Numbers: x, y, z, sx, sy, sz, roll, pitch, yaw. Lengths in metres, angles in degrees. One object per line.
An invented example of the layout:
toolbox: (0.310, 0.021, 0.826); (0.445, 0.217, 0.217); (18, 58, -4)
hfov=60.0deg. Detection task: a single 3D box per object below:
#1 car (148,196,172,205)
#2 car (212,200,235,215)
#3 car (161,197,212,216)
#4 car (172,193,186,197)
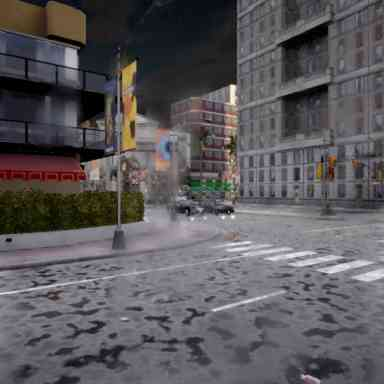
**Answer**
car: (-6.266, 1.505, 59.597); (1.837, 1.490, 4.892); (0, 0, -44)
car: (2.039, 1.547, 34.455); (2.033, 1.411, 5.357); (0, 0, -35)
car: (-0.645, 1.492, 32.190); (2.128, 1.511, 4.902); (0, 0, -35)
car: (-2.554, 1.221, 62.282); (2.150, 2.045, 5.566); (0, 0, -15)
